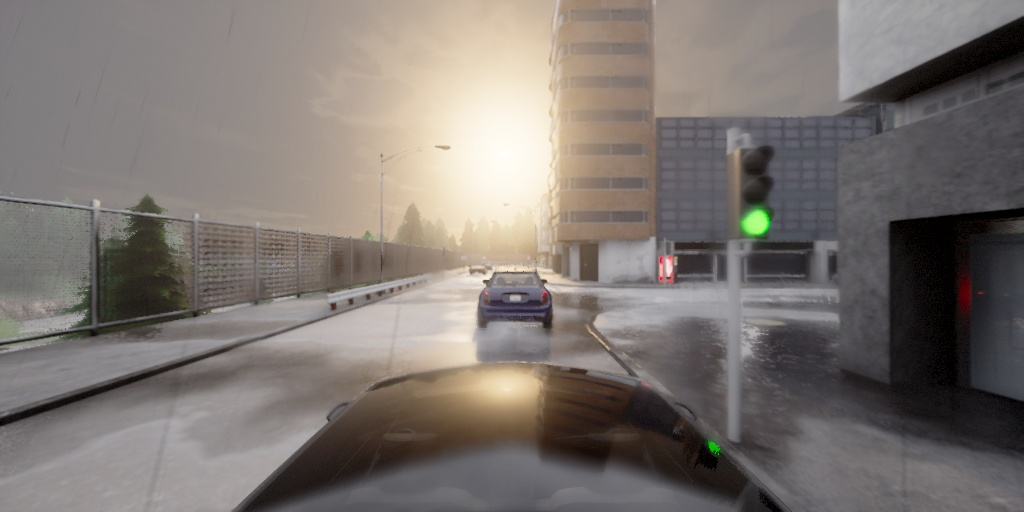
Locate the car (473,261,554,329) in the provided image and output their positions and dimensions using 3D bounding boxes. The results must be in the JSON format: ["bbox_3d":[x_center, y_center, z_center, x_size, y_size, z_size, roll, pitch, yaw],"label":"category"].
[{"bbox_3d":[0.096,1.152,11.635,2.097,1.767,4.553,0,0,0],"label":"car"}]

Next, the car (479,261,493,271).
[{"bbox_3d":[-4.038,1.531,55.874,1.837,1.490,4.892,0,0,0],"label":"car"}]

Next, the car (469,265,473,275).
[{"bbox_3d":[-4.061,1.514,43.975,2.033,1.411,5.357,0,0,0],"label":"car"}]

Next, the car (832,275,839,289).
[{"bbox_3d":[22.166,1.328,21.528,5.008,1.535,1.882,0,0,0],"label":"car"}]
